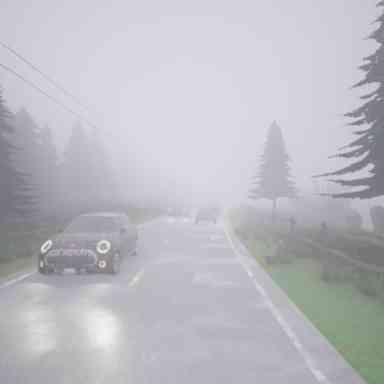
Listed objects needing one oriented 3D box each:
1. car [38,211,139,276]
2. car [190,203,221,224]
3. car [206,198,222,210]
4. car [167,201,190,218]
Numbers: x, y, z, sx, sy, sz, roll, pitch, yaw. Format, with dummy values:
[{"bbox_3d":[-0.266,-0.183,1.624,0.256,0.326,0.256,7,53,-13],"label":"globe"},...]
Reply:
[{"bbox_3d":[-3.122,1.500,10.922,2.097,1.767,4.553,0,-1,2],"label":"car"},{"bbox_3d":[1.261,1.936,28.939,2.033,1.411,5.357,0,-1,4],"label":"car"},{"bbox_3d":[2.511,1.906,41.290,2.097,1.767,4.553,0,-1,9],"label":"car"},{"bbox_3d":[-1.371,1.847,36.813,2.097,1.767,4.553,0,-1,6],"label":"car"}]
